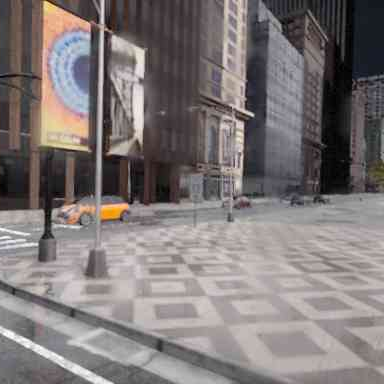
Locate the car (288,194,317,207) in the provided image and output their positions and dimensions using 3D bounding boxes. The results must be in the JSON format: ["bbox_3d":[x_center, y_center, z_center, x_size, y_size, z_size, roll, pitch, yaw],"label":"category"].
[{"bbox_3d":[14.293,1.146,43.436,1.837,1.490,4.892,2,2,36],"label":"car"}]

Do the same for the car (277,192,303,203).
[{"bbox_3d":[14.464,0.782,48.942,2.033,1.411,5.357,2,2,35],"label":"car"}]

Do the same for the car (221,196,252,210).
[{"bbox_3d":[4.884,1.115,35.578,1.812,1.442,4.674,2,2,35],"label":"car"}]

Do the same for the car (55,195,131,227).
[{"bbox_3d":[-5.927,1.017,20.297,2.097,1.767,4.553,2,1,35],"label":"car"}]

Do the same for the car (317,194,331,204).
[{"bbox_3d":[20.274,1.099,51.976,1.837,1.490,4.892,2,2,35],"label":"car"}]
